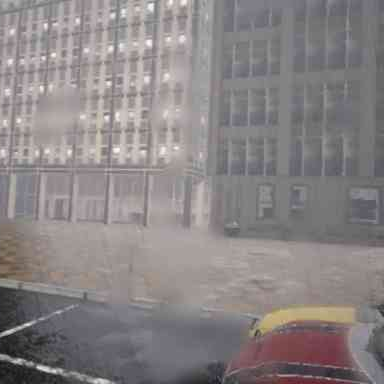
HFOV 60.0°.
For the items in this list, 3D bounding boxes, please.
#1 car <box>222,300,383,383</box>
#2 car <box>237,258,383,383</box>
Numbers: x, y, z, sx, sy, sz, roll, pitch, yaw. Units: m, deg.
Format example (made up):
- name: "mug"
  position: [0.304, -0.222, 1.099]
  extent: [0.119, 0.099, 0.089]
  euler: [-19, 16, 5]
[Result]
- name: "car"
  position: [2.387, 1.571, 2.336]
  extent: [4.553, 1.767, 2.097]
  euler: [1, -3, 20]
- name: "car"
  position: [3.121, 1.850, 4.009]
  extent: [4.829, 1.417, 1.752]
  euler: [1, -2, 20]
